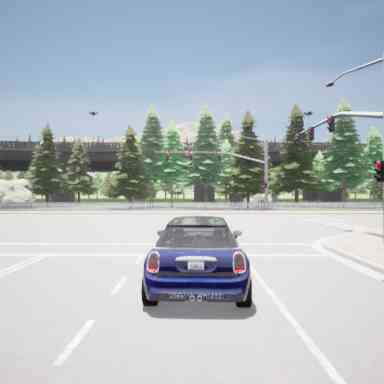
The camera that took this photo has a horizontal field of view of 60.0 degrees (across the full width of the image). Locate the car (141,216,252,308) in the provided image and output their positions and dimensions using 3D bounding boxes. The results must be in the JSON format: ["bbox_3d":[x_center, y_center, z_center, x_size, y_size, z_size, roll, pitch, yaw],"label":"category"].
[{"bbox_3d":[0.167,1.350,8.127,2.097,1.767,4.553,0,0,3],"label":"car"}]
